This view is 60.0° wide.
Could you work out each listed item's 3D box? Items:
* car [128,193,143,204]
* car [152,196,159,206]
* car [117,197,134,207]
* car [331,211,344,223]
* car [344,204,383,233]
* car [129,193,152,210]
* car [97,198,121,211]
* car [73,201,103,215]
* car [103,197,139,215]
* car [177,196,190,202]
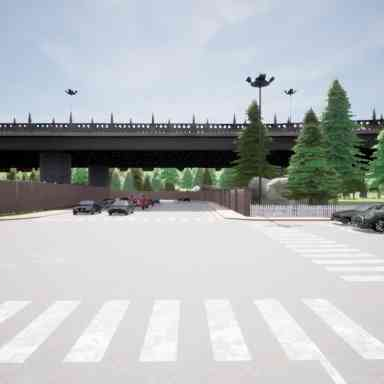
[{"bbox_3d":[-10.690,1.221,63.473,2.150,2.045,5.566,0,0,-3],"label":"car"},{"bbox_3d":[-7.046,1.564,53.775,1.994,1.385,4.181,0,0,0],"label":"car"},{"bbox_3d":[-10.540,1.526,52.765,1.812,1.442,4.674,0,0,0],"label":"car"},{"bbox_3d":[12.235,1.492,22.219,5.357,1.411,2.033,0,0,2],"label":"car"},{"bbox_3d":[11.481,1.297,18.704,4.553,1.767,2.097,0,0,2],"label":"car"},{"bbox_3d":[-7.045,1.221,43.767,2.150,2.045,5.566,0,0,0],"label":"car"},{"bbox_3d":[-10.544,1.526,42.585,1.812,1.442,4.674,0,0,0],"label":"car"},{"bbox_3d":[-10.569,1.564,33.870,1.994,1.385,4.181,0,0,0],"label":"car"},{"bbox_3d":[-7.043,1.547,33.593,2.033,1.411,5.357,0,0,0],"label":"car"},{"bbox_3d":[-1.908,1.553,75.231,1.994,1.385,4.181,0,0,-19],"label":"car"}]
